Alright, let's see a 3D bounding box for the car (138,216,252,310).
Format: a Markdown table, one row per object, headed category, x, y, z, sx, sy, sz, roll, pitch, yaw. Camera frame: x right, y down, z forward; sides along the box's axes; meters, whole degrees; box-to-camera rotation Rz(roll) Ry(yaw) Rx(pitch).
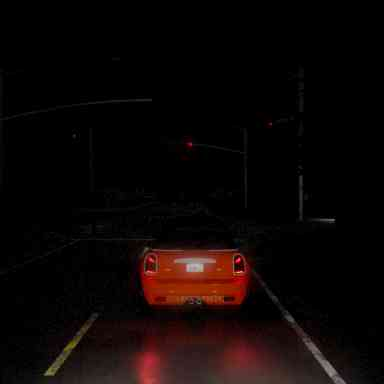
| category | x | y | z | sx | sy | sz | roll | pitch | yaw |
| --- | --- | --- | --- | --- | --- | --- | --- | --- | --- |
| car | 0.058 | 1.352 | 7.974 | 2.097 | 1.767 | 4.553 | 0 | 0 | 0 |
